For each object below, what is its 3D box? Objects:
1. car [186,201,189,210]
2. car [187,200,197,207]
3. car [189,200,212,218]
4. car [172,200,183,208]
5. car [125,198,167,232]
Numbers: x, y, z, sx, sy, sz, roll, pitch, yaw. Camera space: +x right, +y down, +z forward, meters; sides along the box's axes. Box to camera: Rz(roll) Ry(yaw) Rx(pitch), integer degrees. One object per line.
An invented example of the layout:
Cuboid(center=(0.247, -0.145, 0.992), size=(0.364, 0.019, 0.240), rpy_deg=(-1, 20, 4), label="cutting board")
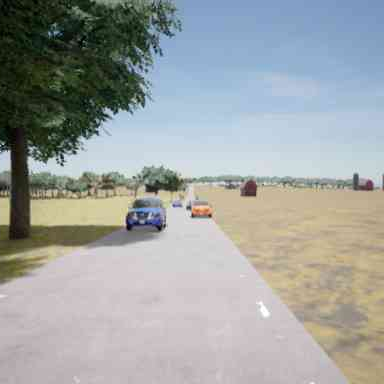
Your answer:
Cuboid(center=(-0.001, 2.220, 53.490), size=(1.895, 1.301, 4.718), rpy_deg=(0, -1, 0), label="car")
Cuboid(center=(-0.002, 2.334, 71.222), size=(2.033, 1.411, 5.357), rpy_deg=(0, -1, 0), label="car")
Cuboid(center=(0.961, 1.690, 34.630), size=(2.097, 1.767, 4.553), rpy_deg=(0, -1, 0), label="car")
Cuboid(center=(-2.770, 2.275, 63.641), size=(1.882, 1.535, 5.008), rpy_deg=(0, -1, 0), label="car")
Cuboid(center=(-2.850, 1.393, 21.802), size=(2.150, 2.045, 5.566), rpy_deg=(0, -1, 0), label="car")
